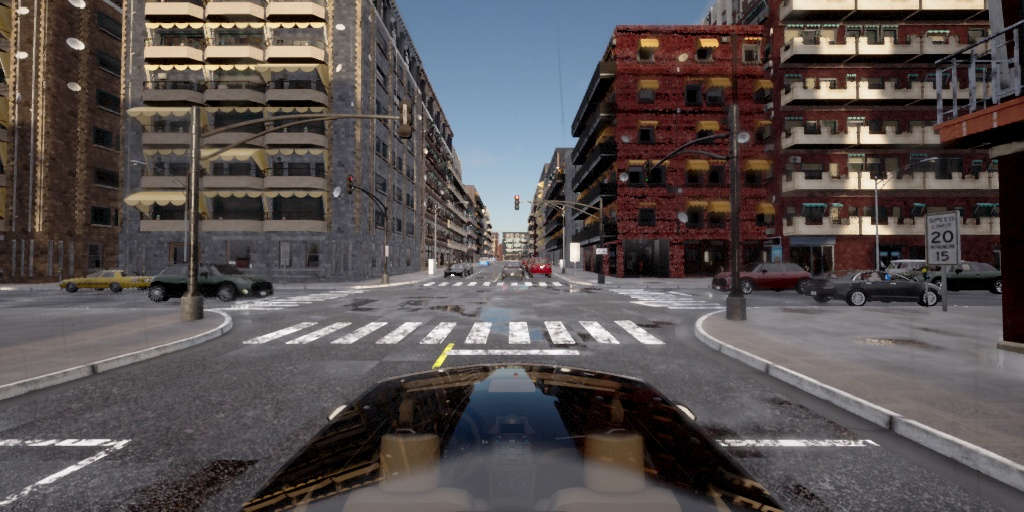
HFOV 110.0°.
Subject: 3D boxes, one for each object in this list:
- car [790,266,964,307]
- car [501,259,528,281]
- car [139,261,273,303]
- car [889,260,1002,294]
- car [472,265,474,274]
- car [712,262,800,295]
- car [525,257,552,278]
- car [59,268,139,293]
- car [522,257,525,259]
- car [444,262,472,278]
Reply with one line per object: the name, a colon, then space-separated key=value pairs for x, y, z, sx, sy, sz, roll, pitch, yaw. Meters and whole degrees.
car: x=13.759 y=1.186 z=13.747 sx=4.403 sy=1.370 sz=2.007 roll=0 pitch=0 yaw=0
car: x=0.089 y=1.250 z=30.836 sx=2.128 sy=1.511 sz=4.902 roll=0 pitch=0 yaw=1
car: x=-13.440 y=1.115 z=16.220 sx=4.553 sy=1.767 sz=2.097 roll=0 pitch=-1 yaw=2
car: x=23.085 y=1.079 z=19.145 sx=4.553 sy=1.767 sz=2.097 roll=0 pitch=-1 yaw=0
car: x=-5.271 y=1.332 z=39.578 sx=1.948 sy=1.339 sz=4.313 roll=0 pitch=0 yaw=0
car: x=13.236 y=1.102 z=19.159 sx=4.553 sy=1.767 sz=2.097 roll=0 pitch=-1 yaw=-1
car: x=2.604 y=1.078 z=34.053 sx=2.192 sy=1.841 sz=5.009 roll=0 pitch=0 yaw=0
car: x=-24.420 y=1.436 z=21.762 sx=4.829 sy=1.417 sz=1.751 roll=0 pitch=0 yaw=0
car: x=2.617 y=1.087 z=45.176 sx=2.192 sy=1.841 sz=5.009 roll=0 pitch=0 yaw=0
car: x=-5.277 y=1.329 z=34.017 sx=1.948 sy=1.339 sz=4.313 roll=0 pitch=0 yaw=0
